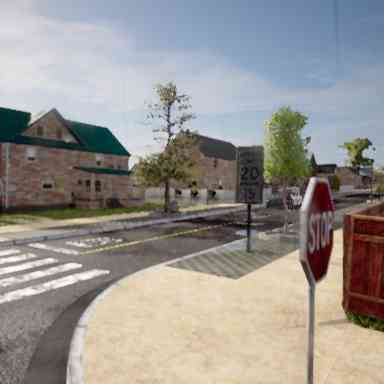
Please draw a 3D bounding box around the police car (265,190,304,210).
[{"bbox_3d":[7.783,0.602,27.770,2.038,1.542,4.974,1,2,36],"label":"police car"}]
